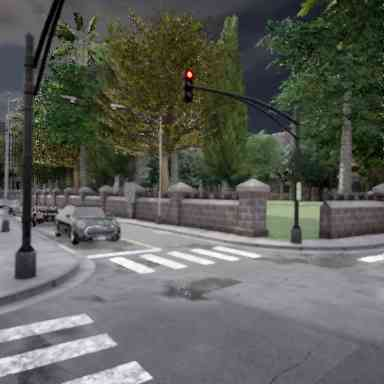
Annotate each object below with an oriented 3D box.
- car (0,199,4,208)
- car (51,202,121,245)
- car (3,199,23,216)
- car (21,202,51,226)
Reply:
[{"bbox_3d":[-25.677,1.677,45.403,2.033,1.411,5.357,1,-1,-35],"label":"car"},{"bbox_3d":[-5.123,1.409,16.150,2.097,1.767,4.553,1,-1,-34],"label":"car"},{"bbox_3d":[-16.867,1.547,32.799,2.128,1.511,4.902,1,-1,-35],"label":"car"},{"bbox_3d":[-10.803,1.620,24.218,1.994,1.385,4.181,1,-1,-35],"label":"car"}]
